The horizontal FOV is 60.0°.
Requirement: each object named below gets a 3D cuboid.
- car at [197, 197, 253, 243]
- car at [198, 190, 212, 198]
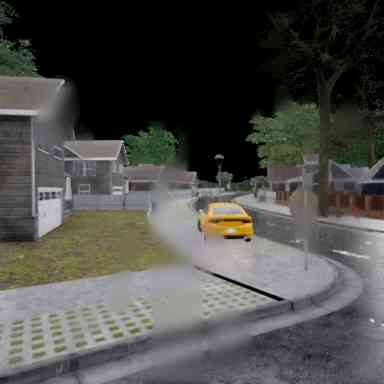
[{"bbox_3d":[1.381,1.223,14.847,1.882,1.535,5.008,0,1,-2],"label":"car"},{"bbox_3d":[2.242,0.544,54.886,2.097,1.767,4.553,-1,1,6],"label":"car"}]
